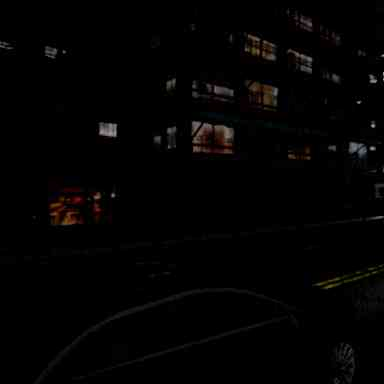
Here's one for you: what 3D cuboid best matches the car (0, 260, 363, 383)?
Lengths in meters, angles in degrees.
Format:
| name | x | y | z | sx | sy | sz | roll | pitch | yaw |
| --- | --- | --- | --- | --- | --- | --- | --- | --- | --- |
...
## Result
| name | x | y | z | sx | sy | sz | roll | pitch | yaw |
| --- | --- | --- | --- | --- | --- | --- | --- | --- | --- |
| car | -0.181 | 1.481 | 3.338 | 4.902 | 1.511 | 2.128 | 0 | 0 | -36 |
